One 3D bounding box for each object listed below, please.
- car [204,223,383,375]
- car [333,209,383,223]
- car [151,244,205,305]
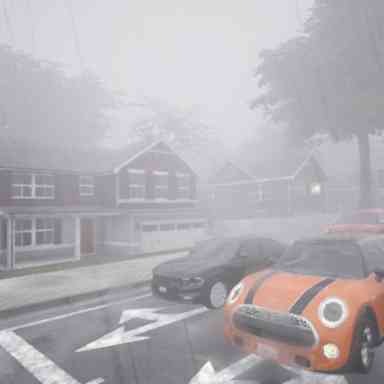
[{"bbox_3d":[2.619,1.633,6.197,4.553,1.767,2.097,1,-5,-44],"label":"car"},{"bbox_3d":[8.528,1.890,16.410,5.566,2.045,2.150,2,-5,-44],"label":"car"},{"bbox_3d":[1.160,1.986,9.309,5.008,1.535,1.882,1,-4,-43],"label":"car"}]
